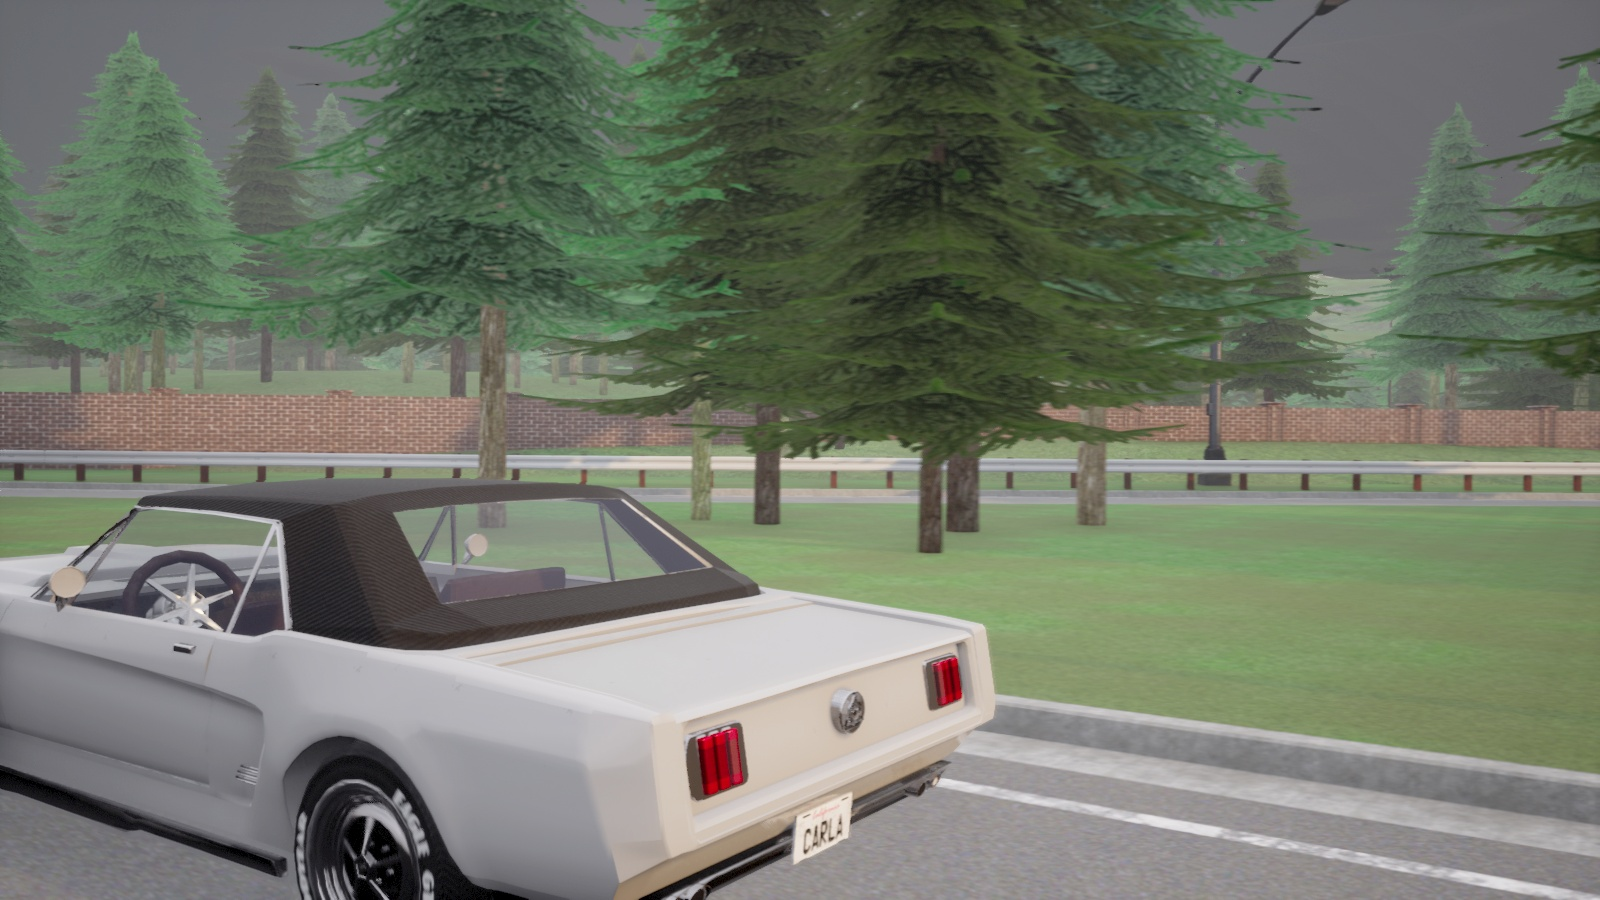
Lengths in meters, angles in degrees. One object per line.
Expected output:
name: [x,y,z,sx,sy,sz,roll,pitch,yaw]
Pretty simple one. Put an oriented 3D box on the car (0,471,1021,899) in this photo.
car: [-1.741,0.783,4.781,4.718,1.301,1.895,0,1,34]
